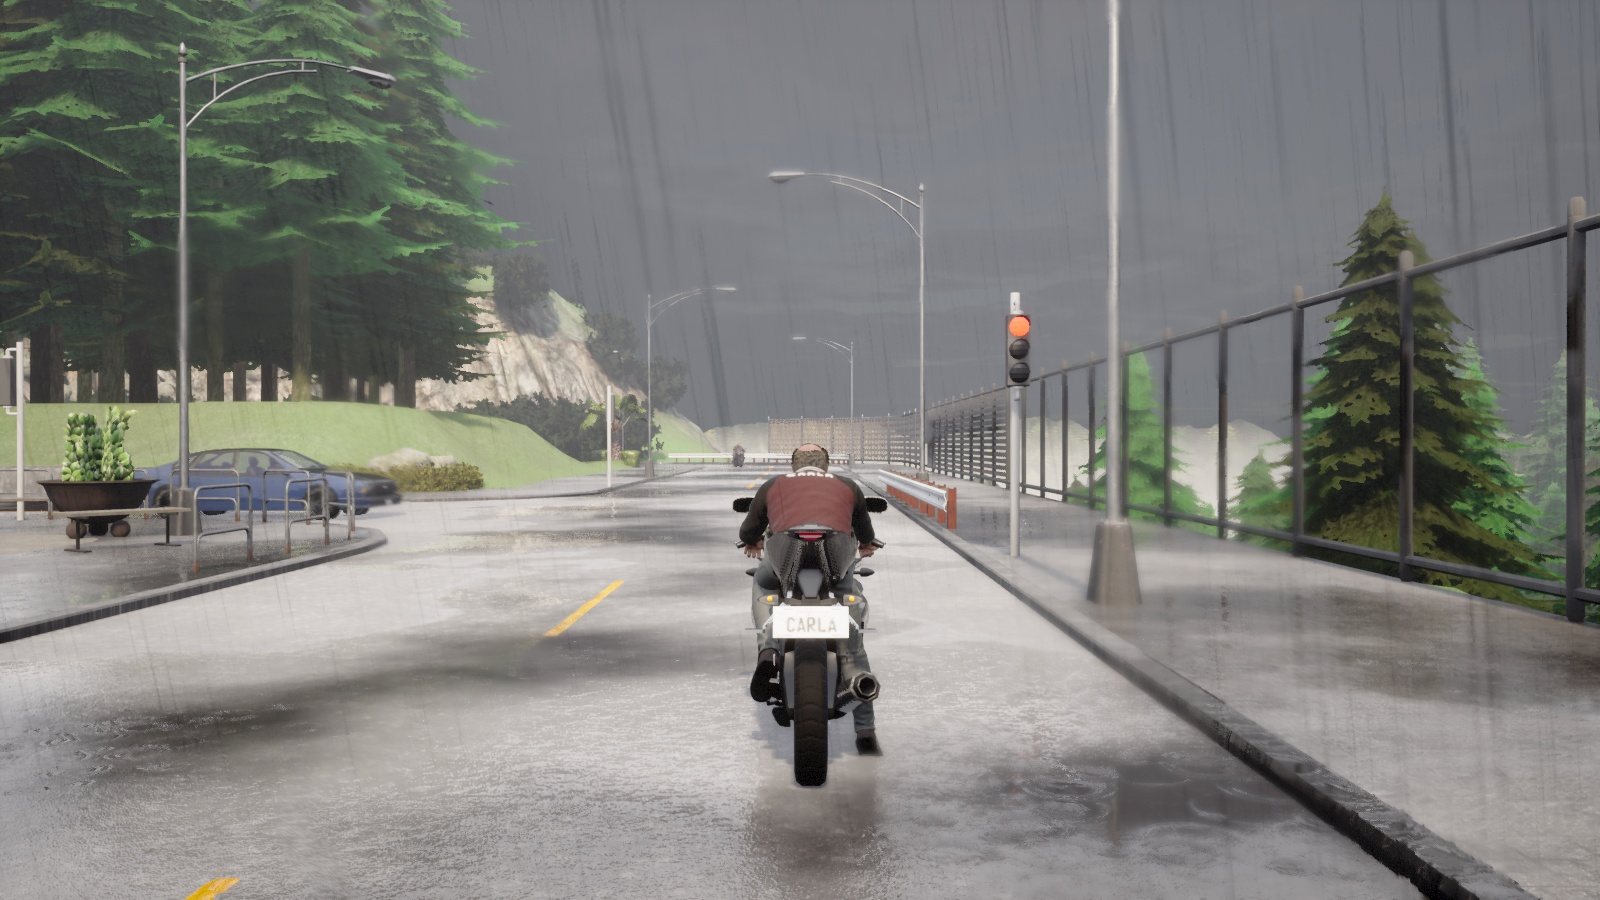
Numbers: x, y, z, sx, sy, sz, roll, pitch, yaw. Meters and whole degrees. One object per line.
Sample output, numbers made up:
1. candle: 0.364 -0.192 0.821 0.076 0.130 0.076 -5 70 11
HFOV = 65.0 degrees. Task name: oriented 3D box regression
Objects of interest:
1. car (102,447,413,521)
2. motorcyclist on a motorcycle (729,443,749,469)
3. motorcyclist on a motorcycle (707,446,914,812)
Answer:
1. car: -10.728 0.644 25.095 5.357 1.411 2.033 0 0 3
2. motorcyclist on a motorcycle: -3.705 0.350 76.101 0.866 1.530 2.191 -1 1 -13
3. motorcyclist on a motorcycle: 0.051 0.746 6.361 0.866 1.530 2.191 0 0 0
